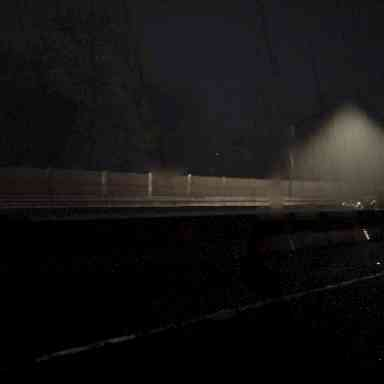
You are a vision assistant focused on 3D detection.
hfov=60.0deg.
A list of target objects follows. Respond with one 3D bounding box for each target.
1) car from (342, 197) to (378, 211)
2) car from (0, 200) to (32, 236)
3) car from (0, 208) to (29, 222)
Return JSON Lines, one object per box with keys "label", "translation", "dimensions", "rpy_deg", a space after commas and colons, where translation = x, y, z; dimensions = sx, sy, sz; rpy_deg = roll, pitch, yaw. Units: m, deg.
{"label": "car", "translation": [19.035, 1.300, 37.617], "dimensions": [4.553, 1.767, 2.097], "rpy_deg": [1, 1, -34]}
{"label": "car", "translation": [-9.767, 1.099, 13.820], "dimensions": [5.357, 1.411, 2.033], "rpy_deg": [1, 1, -34]}
{"label": "car", "translation": [-7.994, 1.116, 10.792], "dimensions": [5.008, 1.535, 1.882], "rpy_deg": [1, 1, -34]}
